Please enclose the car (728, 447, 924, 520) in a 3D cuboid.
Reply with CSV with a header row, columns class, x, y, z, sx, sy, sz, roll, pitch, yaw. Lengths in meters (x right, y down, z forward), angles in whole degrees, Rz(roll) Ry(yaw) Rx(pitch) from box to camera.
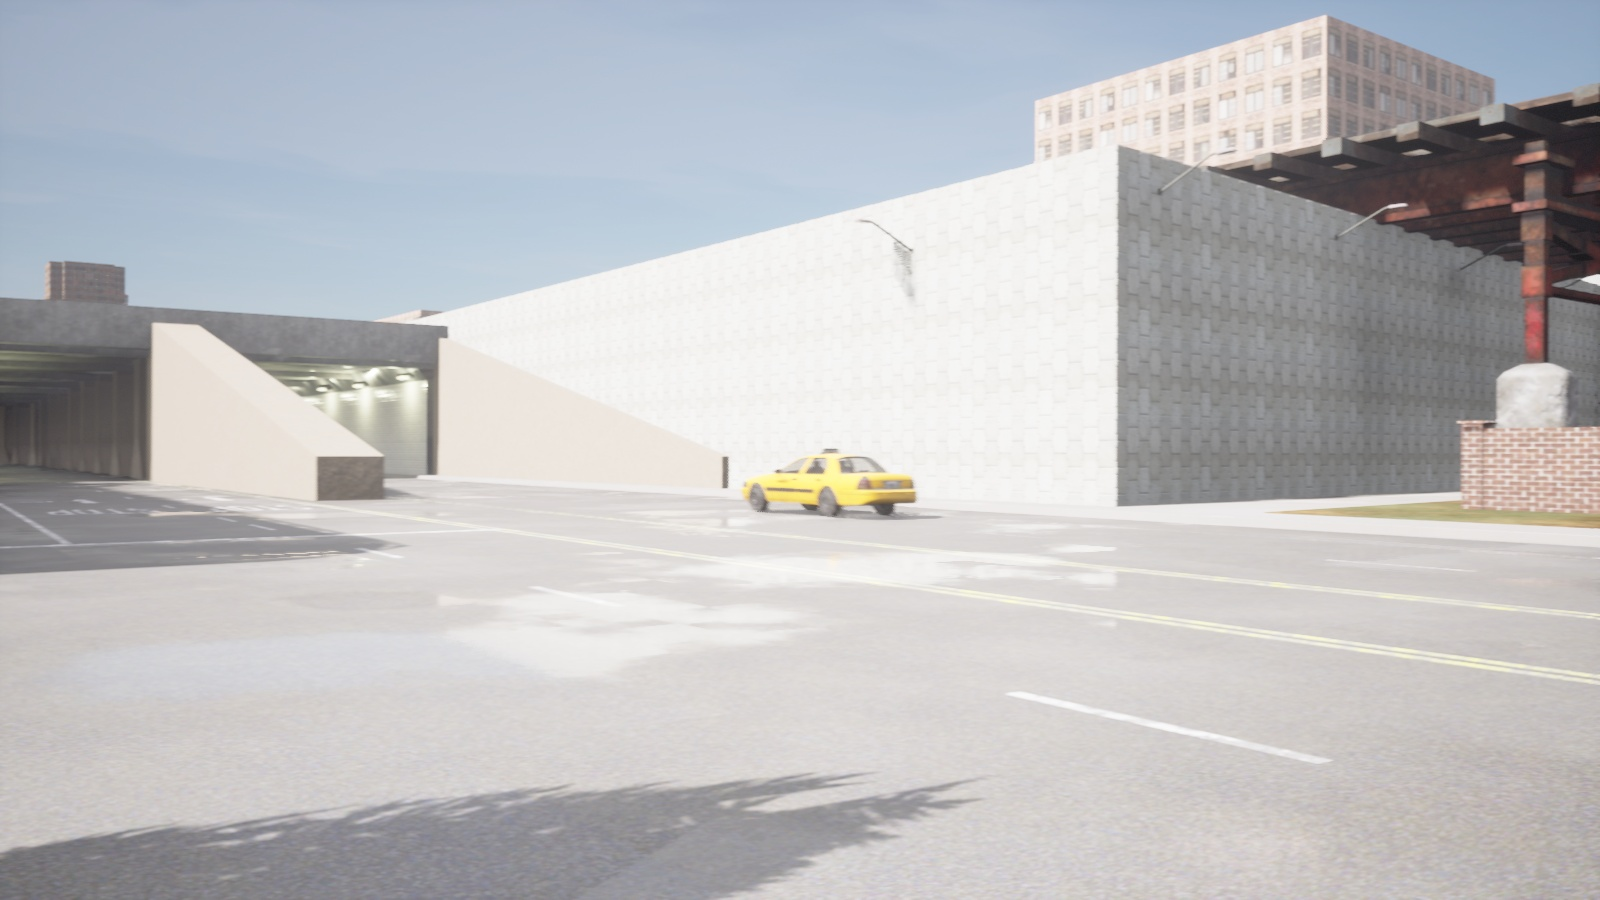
class,x,y,z,sx,sy,sz,roll,pitch,yaw
car,0.496,0.719,29.816,1.801,1.575,5.366,0,0,-35
